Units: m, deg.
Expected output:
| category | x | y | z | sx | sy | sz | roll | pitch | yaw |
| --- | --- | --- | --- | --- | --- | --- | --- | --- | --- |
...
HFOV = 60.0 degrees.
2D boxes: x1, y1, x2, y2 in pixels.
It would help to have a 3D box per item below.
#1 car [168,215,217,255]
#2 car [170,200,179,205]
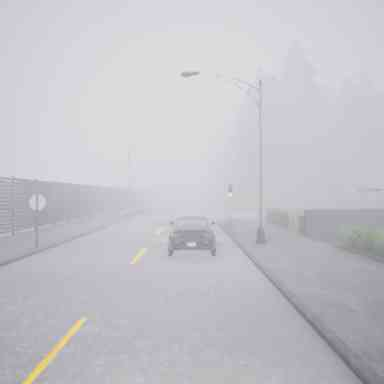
| category | x | y | z | sx | sy | sz | roll | pitch | yaw |
| --- | --- | --- | --- | --- | --- | --- | --- | --- | --- |
| car | 0.016 | 1.678 | 13.885 | 1.812 | 1.442 | 4.674 | 0 | 0 | 0 |
| car | -4.035 | 2.444 | 78.115 | 1.895 | 1.301 | 4.718 | 0 | -1 | 0 |
